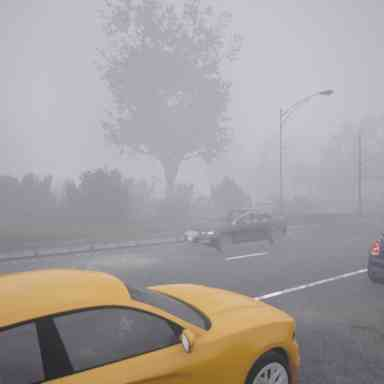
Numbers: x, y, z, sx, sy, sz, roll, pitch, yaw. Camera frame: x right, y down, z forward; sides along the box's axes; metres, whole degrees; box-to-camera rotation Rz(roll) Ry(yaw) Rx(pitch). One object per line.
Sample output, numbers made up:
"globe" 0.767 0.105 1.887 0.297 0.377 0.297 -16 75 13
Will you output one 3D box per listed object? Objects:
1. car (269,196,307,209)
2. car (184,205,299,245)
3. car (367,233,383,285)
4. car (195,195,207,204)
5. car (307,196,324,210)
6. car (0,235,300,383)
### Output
"car" 11.687 1.489 42.411 1.837 1.490 4.892 0 0 -32
"car" 1.935 1.487 13.930 4.902 1.511 2.128 0 0 -35
"car" 6.406 1.348 8.288 4.553 1.767 2.097 0 0 -35
"car" 2.458 1.290 56.803 2.097 1.767 4.553 0 0 -33
"car" 14.990 1.333 43.732 2.097 1.767 4.553 0 0 -32
"car" -1.116 1.477 2.951 5.008 1.535 1.882 0 0 -35
